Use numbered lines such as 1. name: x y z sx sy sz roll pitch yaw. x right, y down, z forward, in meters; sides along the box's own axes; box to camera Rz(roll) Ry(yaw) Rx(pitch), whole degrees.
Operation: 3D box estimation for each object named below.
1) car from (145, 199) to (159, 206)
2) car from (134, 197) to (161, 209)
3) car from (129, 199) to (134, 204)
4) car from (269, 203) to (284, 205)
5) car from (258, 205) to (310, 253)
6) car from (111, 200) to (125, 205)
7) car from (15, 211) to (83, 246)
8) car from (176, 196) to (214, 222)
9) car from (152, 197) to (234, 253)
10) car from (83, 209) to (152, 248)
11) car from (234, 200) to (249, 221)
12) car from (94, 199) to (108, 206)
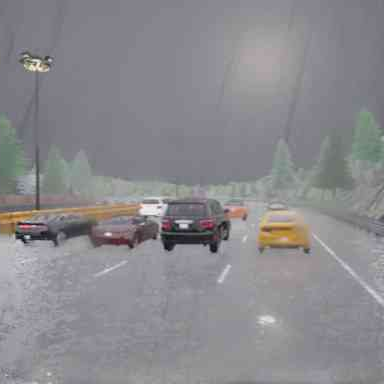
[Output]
1. car: -8.288 2.167 69.375 2.033 1.411 5.357 -1 0 2
2. car: -3.001 1.487 30.772 2.150 2.045 5.566 -1 0 13
3. car: -11.788 2.195 69.274 1.812 1.442 4.674 -1 0 2
4. car: 7.300 1.652 28.697 1.812 1.442 4.674 -1 0 13
5. car: 3.849 1.538 14.194 1.882 1.535 5.008 -1 0 14
6. car: -15.294 2.307 69.141 1.895 1.301 4.718 -1 0 2
7. car: -6.406 1.698 16.457 2.128 1.511 4.902 -1 0 14
8. car: 0.401 1.439 29.951 2.150 2.045 5.566 -1 0 13
9. car: 0.330 1.323 14.562 2.150 2.045 5.566 -1 0 13
10. car: -2.989 1.721 15.695 1.994 1.385 4.181 -1 0 14
11. car: 3.825 1.524 29.216 2.097 1.767 4.553 -1 -1 13
12. car: -18.794 2.281 69.070 2.128 1.511 4.902 -1 0 2
